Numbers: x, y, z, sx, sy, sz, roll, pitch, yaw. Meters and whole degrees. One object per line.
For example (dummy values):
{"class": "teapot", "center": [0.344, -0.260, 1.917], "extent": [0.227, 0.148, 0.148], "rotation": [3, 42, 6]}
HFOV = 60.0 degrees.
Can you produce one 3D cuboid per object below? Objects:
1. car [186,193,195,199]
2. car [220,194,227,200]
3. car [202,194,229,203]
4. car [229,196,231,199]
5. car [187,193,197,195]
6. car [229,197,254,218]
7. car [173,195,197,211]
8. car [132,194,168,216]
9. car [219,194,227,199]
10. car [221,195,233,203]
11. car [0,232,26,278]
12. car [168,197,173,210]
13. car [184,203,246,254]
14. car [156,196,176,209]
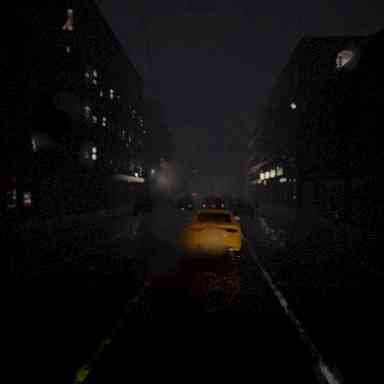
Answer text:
{"class": "car", "center": [-0.293, 1.095, 86.006], "extent": [2.008, 1.369, 4.403], "rotation": [1, 0, 4]}
{"class": "car", "center": [8.082, 1.166, 85.638], "extent": [1.752, 1.417, 4.829], "rotation": [1, 0, 4]}
{"class": "car", "center": [1.936, 1.219, 29.929], "extent": [2.097, 1.767, 4.553], "rotation": [1, 0, 4]}
{"class": "car", "center": [5.201, 1.394, 40.471], "extent": [1.887, 1.381, 4.507], "rotation": [1, 0, 4]}
{"class": "car", "center": [-0.651, 1.121, 80.380], "extent": [2.008, 1.369, 4.403], "rotation": [1, 0, 4]}
{"class": "car", "center": [4.495, 1.424, 29.391], "extent": [1.752, 1.417, 4.829], "rotation": [1, 0, 4]}
{"class": "car", "center": [-0.768, 1.348, 36.915], "extent": [2.033, 1.411, 5.357], "rotation": [1, 0, 4]}
{"class": "car", "center": [-3.875, 1.117, 29.757], "extent": [2.192, 1.841, 5.009], "rotation": [1, 0, 4]}
{"class": "car", "center": [8.429, 1.181, 91.093], "extent": [1.947, 1.339, 4.313], "rotation": [1, 0, 4]}
{"class": "car", "center": [6.636, 1.297, 62.969], "extent": [2.008, 1.369, 4.403], "rotation": [1, 0, 4]}
{"class": "car", "center": [-5.314, 1.484, 7.259], "extent": [1.802, 1.307, 4.206], "rotation": [1, 0, 4]}
{"class": "car", "center": [-3.518, 1.217, 35.382], "extent": [1.967, 1.590, 4.097], "rotation": [1, 0, 4]}
{"class": "car", "center": [0.873, 1.419, 13.269], "extent": [1.882, 1.535, 5.008], "rotation": [1, 0, 4]}
{"class": "car", "center": [-3.161, 1.296, 41.008], "extent": [1.887, 1.381, 4.507], "rotation": [1, 0, 4]}
